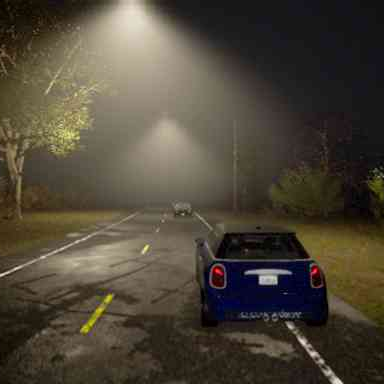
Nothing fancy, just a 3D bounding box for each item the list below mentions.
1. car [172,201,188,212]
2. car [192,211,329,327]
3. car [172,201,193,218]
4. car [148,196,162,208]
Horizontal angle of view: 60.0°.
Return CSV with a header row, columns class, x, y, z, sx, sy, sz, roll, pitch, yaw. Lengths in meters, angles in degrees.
class,x,y,z,sx,sy,sz,roll,pitch,yaw
car,-1.663,1.922,44.427,1.994,1.385,4.181,0,0,-5
car,1.166,1.419,7.348,2.097,1.767,4.553,0,-1,-1
car,-0.965,1.882,34.087,1.895,1.301,4.718,0,0,-3
car,-6.459,1.678,58.754,2.150,2.045,5.566,0,0,-6
